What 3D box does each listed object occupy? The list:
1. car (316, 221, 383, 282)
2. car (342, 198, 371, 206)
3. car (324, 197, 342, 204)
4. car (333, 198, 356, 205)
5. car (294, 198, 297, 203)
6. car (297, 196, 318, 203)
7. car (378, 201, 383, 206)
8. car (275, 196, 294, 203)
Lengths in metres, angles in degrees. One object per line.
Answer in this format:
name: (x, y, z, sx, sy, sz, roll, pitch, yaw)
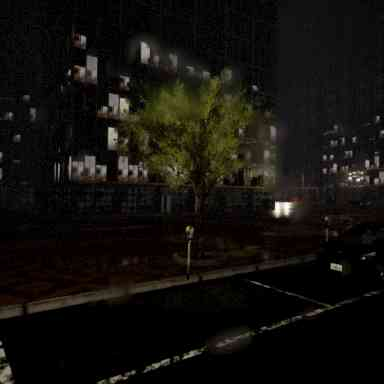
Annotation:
car: (5.555, 1.574, 9.817, 4.313, 1.339, 1.947, 0, 1, -34)
car: (29.631, 1.767, 59.286, 2.008, 1.369, 4.403, 1, -1, -20)
car: (27.708, 1.692, 64.537, 1.967, 1.590, 4.097, 1, -1, -20)
car: (33.171, 1.989, 72.517, 2.008, 1.369, 4.403, 1, -1, -20)
car: (27.392, 2.127, 88.274, 1.802, 1.307, 4.206, 1, -1, -20)
car: (29.322, 1.824, 83.025, 2.192, 1.841, 5.009, 1, -1, -20)
car: (36.965, 1.893, 62.172, 1.752, 1.417, 4.829, 1, -1, -20)
car: (21.931, 1.798, 80.287, 1.967, 1.590, 4.097, 1, -1, -20)
